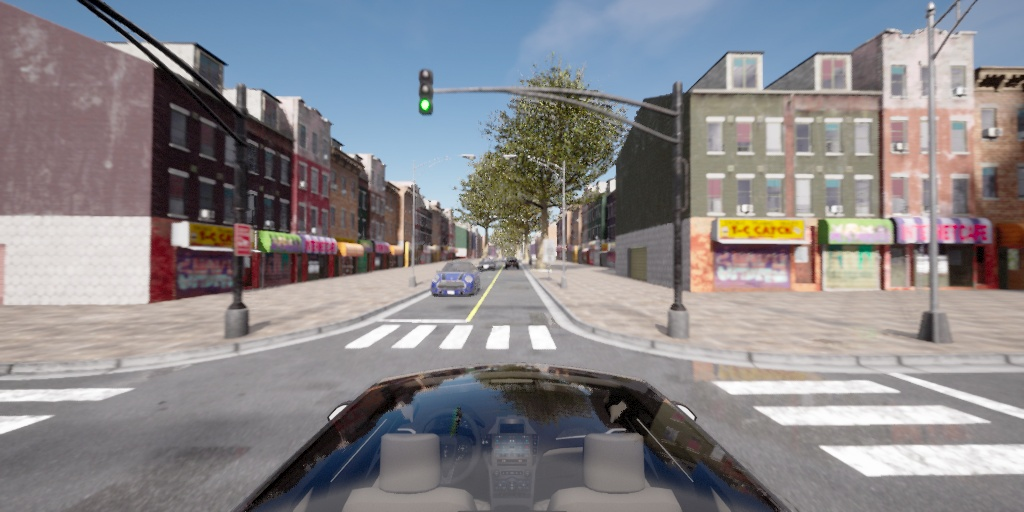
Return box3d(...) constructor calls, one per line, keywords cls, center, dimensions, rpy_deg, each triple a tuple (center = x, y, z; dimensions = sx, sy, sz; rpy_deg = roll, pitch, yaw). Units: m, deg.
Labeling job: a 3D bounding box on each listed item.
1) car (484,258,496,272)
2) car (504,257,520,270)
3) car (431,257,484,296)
box3d(cls="car", center=(-2.823, 0.969, 41.946), dimensions=(2.128, 1.511, 4.902), rpy_deg=(0, 1, 0))
box3d(cls="car", center=(0.000, 0.947, 46.322), dimensions=(1.837, 1.490, 4.892), rpy_deg=(0, 1, 0))
box3d(cls="car", center=(-2.845, 1.085, 18.960), dimensions=(2.097, 1.767, 4.553), rpy_deg=(0, 0, 0))
